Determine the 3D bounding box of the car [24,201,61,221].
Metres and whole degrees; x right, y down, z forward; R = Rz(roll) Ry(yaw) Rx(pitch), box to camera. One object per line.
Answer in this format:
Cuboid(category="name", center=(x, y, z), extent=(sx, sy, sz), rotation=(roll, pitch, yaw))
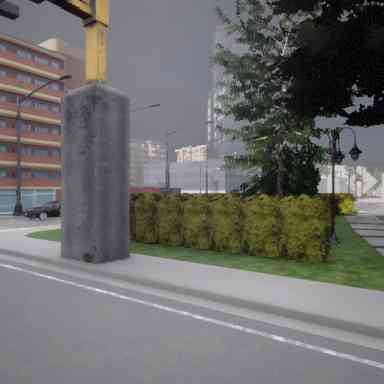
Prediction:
Cuboid(category="car", center=(-11.456, 1.477, 27.959), extent=(1.882, 1.535, 5.008), rotation=(0, 0, 36))
